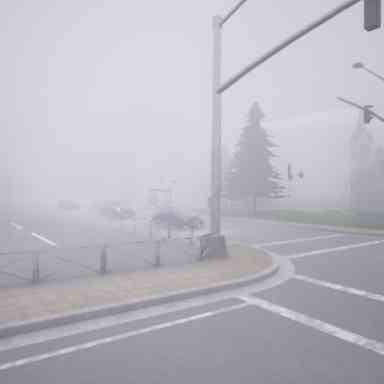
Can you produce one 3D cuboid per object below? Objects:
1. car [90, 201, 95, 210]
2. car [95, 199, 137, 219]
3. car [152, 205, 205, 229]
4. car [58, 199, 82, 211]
[{"bbox_3d":[-12.002,1.696,44.110,1.837,1.490,4.892,1,0,-36],"label":"car"},{"bbox_3d":[-6.940,1.500,31.038,2.097,1.767,4.553,1,-1,-36],"label":"car"},{"bbox_3d":[-1.062,1.676,23.091,1.812,1.442,4.674,1,0,-37],"label":"car"},{"bbox_3d":[-15.974,1.624,43.413,1.882,1.535,5.008,1,-1,-36],"label":"car"}]
